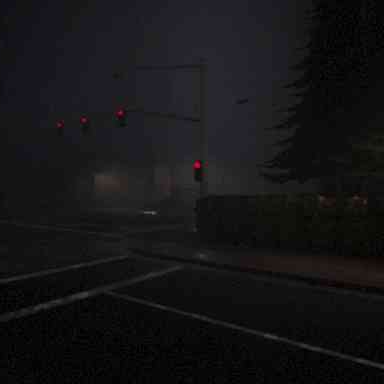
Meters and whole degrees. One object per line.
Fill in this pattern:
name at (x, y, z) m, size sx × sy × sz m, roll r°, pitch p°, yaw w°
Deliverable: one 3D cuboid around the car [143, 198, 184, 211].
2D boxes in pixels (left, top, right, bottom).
car at (-3.158, 1.426, 38.417) m, size 2.033 × 1.411 × 5.357 m, roll 0°, pitch 0°, yaw 36°
